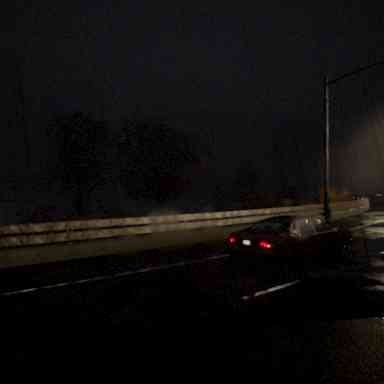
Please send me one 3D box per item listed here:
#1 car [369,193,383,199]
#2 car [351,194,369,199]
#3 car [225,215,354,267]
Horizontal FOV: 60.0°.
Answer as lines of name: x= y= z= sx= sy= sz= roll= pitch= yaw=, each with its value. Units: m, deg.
car: x=42.708 y=0.939 z=77.981 sx=2.128 sy=1.511 sz=4.902 roll=0 pitch=0 yaw=5
car: x=39.237 y=1.032 z=78.438 sx=1.895 sy=1.301 sz=4.718 roll=0 pitch=0 yaw=5
car: x=3.487 y=1.502 z=11.328 sx=5.357 sy=1.411 sz=2.033 roll=-1 pitch=0 yaw=-41
